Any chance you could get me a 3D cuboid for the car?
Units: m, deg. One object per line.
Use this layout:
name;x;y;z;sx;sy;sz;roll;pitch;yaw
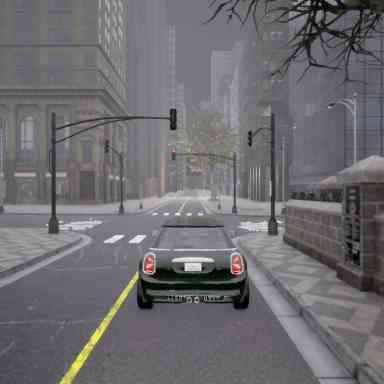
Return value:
car;0.034;1.352;8.041;2.097;1.767;4.553;0;0;0
